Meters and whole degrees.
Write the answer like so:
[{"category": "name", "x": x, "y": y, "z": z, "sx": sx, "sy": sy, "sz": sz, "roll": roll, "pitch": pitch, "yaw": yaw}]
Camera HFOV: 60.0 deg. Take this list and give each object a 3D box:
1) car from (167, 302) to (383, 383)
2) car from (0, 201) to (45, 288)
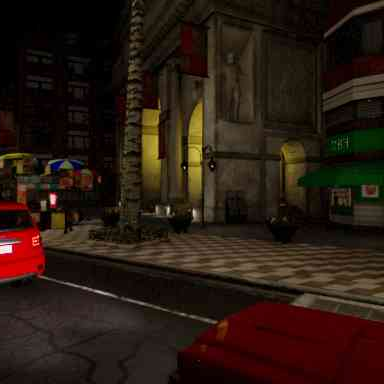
[{"category": "car", "x": 2.106, "y": 1.601, "z": 2.346, "sx": 4.718, "sy": 1.301, "sz": 1.895, "roll": 0, "pitch": 0, "yaw": 36}, {"category": "car", "x": -5.856, "y": 1.221, "z": 8.059, "sx": 5.566, "sy": 2.045, "sz": 2.150, "roll": 0, "pitch": 0, "yaw": 36}]
